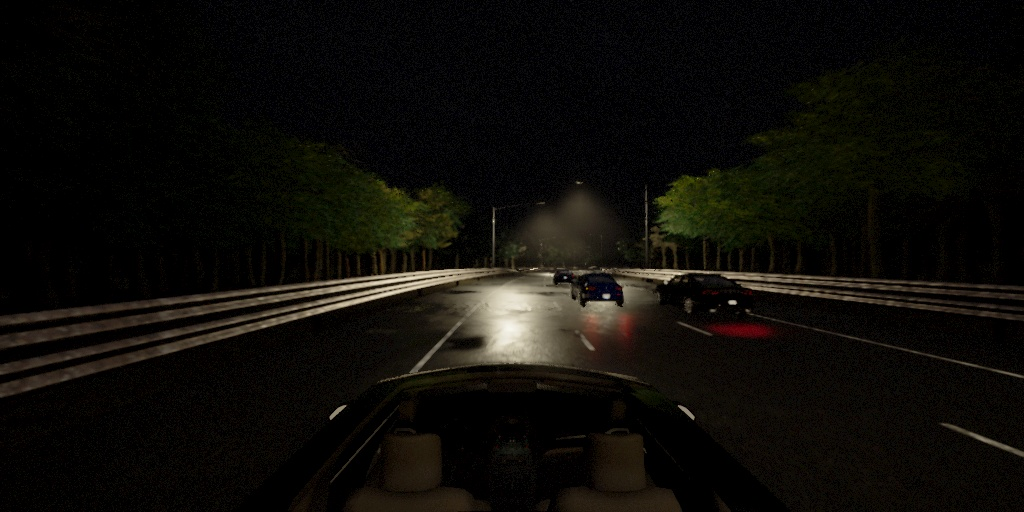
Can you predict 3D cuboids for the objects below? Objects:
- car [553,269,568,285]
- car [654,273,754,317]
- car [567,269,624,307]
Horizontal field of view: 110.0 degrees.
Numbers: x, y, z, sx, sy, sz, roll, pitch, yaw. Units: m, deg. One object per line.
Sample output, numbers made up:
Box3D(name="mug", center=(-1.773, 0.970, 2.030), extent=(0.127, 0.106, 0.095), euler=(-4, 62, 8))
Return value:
Box3D(name="car", center=(4.939, 1.963, 34.108), extent=(1.994, 1.385, 4.181), euler=(0, -2, 5))
Box3D(name="car", center=(7.326, 1.420, 14.276), extent=(1.882, 1.535, 5.008), euler=(0, -1, 2))
Box3D(name="car", center=(3.915, 1.506, 16.886), extent=(1.812, 1.442, 4.674), euler=(0, -1, 2))
